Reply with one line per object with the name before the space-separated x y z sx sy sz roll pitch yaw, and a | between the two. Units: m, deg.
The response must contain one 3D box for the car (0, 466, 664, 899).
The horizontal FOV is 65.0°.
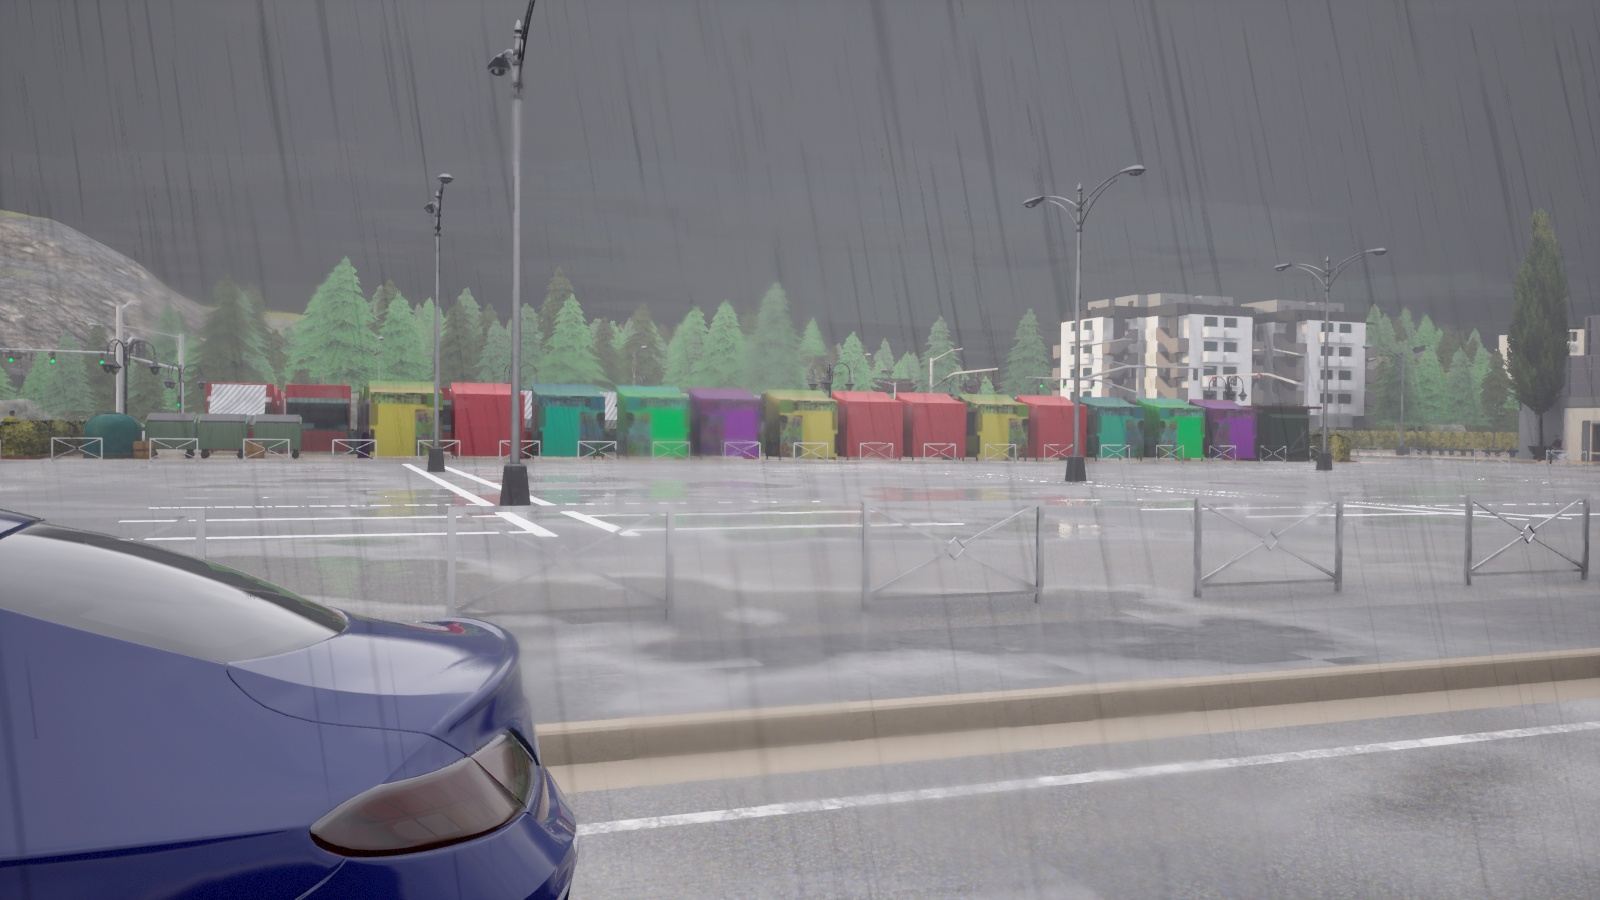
car | -2.743 0.818 2.198 4.674 1.442 1.812 -1 1 -21
